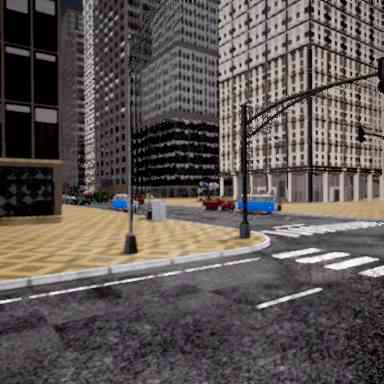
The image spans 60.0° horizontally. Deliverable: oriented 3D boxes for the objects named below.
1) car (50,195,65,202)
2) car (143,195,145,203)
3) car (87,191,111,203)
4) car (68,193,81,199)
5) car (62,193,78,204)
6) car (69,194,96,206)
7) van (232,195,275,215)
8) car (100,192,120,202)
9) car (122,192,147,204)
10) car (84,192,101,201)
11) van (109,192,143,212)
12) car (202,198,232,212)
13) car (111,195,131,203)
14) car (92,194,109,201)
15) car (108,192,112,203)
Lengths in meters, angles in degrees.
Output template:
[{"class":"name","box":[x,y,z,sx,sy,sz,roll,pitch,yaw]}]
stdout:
[{"class":"car","box":[-25.795,1.269,63.648,1.802,1.307,4.206,0,0,-34]},{"class":"car","box":[-8.084,1.397,42.066,1.895,1.301,4.718,-1,1,-34]},{"class":"car","box":[-16.633,0.892,60.236,2.150,2.045,5.566,-1,1,-34]},{"class":"car","box":[-29.518,0.994,83.531,1.882,1.535,5.008,-1,1,-34]},{"class":"car","box":[-19.593,1.292,54.467,2.008,1.369,4.403,0,0,-34]},{"class":"car","box":[-16.493,1.334,49.878,1.947,1.339,4.313,0,0,-34]},{"class":"van","box":[6.047,1.158,31.685,1.690,1.788,3.998,0,0,-34]},{"class":"car","box":[-15.751,0.947,63.748,2.192,1.841,5.009,0,0,-34]},{"class":"car","box":[-9.549,1.001,54.567,2.192,1.841,5.009,0,0,-34]},{"class":"car","box":[-21.953,0.892,72.928,2.192,1.841,5.009,0,0,-34]},{"class":"van","box":[-7.191,1.189,36.106,1.690,1.788,3.998,0,0,-34]},{"class":"car","box":[2.872,1.336,36.224,1.887,1.381,4.507,0,0,-34]},{"class":"car","box":[-12.650,1.203,59.158,1.887,1.381,4.507,0,0,-34]},{"class":"car","box":[-18.851,1.170,68.340,1.947,1.339,4.313,0,0,-34]},{"class":"car","box":[-10.753,1.212,51.615,2.128,1.511,4.902,-1,1,-33]}]
